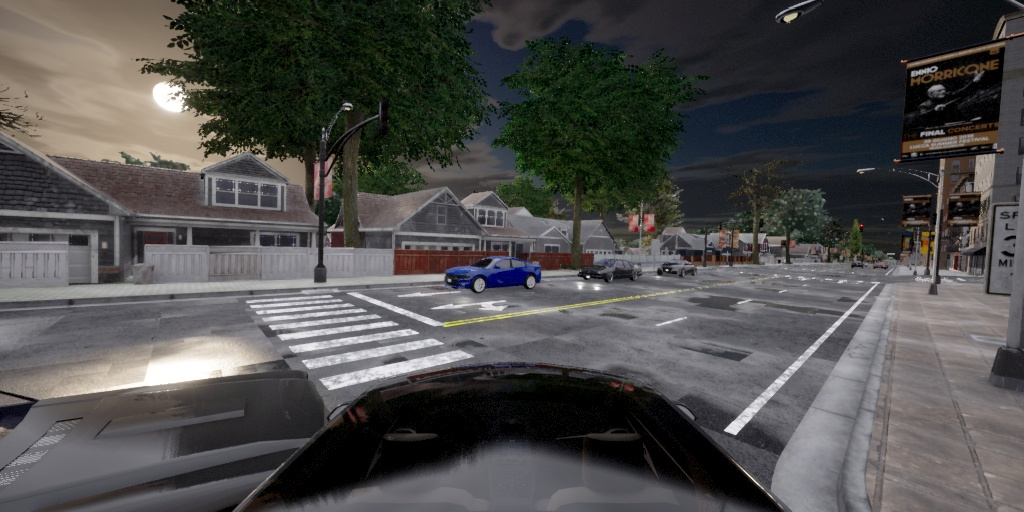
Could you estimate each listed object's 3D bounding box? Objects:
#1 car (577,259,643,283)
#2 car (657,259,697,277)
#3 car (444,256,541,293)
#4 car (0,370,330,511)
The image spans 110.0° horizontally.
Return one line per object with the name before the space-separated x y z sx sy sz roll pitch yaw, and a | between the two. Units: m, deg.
car | 6.558 0.889 23.416 5.357 1.411 2.033 0 3 -43
car | 13.918 0.966 30.165 4.181 1.385 1.994 0 3 -43
car | -0.769 0.762 16.667 5.008 1.535 1.882 0 3 -43
car | -3.325 1.279 1.539 4.718 1.301 1.895 1 2 -33
